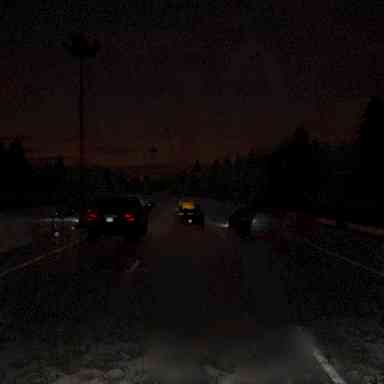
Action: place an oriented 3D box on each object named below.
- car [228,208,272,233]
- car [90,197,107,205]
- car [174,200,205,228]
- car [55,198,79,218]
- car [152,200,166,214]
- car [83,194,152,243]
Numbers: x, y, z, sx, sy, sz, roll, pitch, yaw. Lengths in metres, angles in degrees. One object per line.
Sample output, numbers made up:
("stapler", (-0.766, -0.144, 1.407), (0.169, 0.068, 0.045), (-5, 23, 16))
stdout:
("car", (3.393, 1.622, 20.028), (1.994, 1.385, 4.181), (0, 0, -1))
("car", (-18.873, 1.723, 67.608), (2.128, 1.511, 4.902), (0, 0, -1))
("car", (-0.180, 1.559, 22.574), (2.128, 1.511, 4.902), (0, 0, -2))
("car", (-11.108, 1.598, 30.998), (1.837, 1.490, 4.892), (0, -1, -1))
("car", (-4.070, 1.602, 37.657), (2.128, 1.511, 4.902), (0, 0, -1))
("car", (-3.513, 1.270, 16.628), (2.150, 2.045, 5.566), (0, 0, -1))
